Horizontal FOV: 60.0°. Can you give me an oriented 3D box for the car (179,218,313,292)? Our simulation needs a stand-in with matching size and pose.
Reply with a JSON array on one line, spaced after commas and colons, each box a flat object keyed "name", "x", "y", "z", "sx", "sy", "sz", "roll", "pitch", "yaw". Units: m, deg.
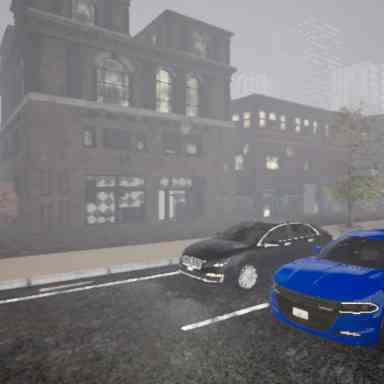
[{"name": "car", "x": 1.938, "y": 1.505, "z": 9.060, "sx": 4.892, "sy": 1.490, "sz": 1.837, "roll": 0, "pitch": 0, "yaw": -35}]

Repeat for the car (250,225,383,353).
[{"name": "car", "x": 3.596, "y": 1.478, "z": 6.250, "sx": 5.008, "sy": 1.535, "sz": 1.882, "roll": 0, "pitch": 0, "yaw": -35}]
